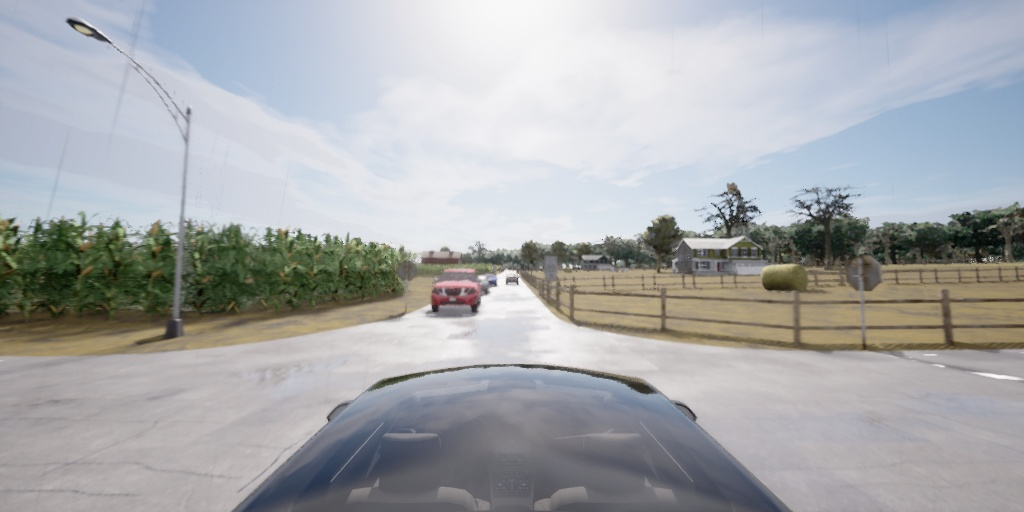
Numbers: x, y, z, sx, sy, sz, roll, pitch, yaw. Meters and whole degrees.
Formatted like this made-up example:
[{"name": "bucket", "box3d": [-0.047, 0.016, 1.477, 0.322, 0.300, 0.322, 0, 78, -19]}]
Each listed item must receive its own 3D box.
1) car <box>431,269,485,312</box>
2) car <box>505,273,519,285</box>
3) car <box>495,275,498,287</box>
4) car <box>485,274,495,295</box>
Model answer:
[{"name": "car", "box3d": [-2.737, 1.687, 18.722, 2.150, 2.045, 5.566, 1, -2, -2]}, {"name": "car", "box3d": [0.039, 3.269, 50.976, 2.128, 1.511, 4.902, 1, -2, 0]}, {"name": "car", "box3d": [-2.796, 2.989, 44.988, 1.882, 1.535, 5.008, 1, -2, 0]}, {"name": "car", "box3d": [-2.823, 2.426, 30.375, 2.128, 1.511, 4.902, 1, -2, 0]}]
